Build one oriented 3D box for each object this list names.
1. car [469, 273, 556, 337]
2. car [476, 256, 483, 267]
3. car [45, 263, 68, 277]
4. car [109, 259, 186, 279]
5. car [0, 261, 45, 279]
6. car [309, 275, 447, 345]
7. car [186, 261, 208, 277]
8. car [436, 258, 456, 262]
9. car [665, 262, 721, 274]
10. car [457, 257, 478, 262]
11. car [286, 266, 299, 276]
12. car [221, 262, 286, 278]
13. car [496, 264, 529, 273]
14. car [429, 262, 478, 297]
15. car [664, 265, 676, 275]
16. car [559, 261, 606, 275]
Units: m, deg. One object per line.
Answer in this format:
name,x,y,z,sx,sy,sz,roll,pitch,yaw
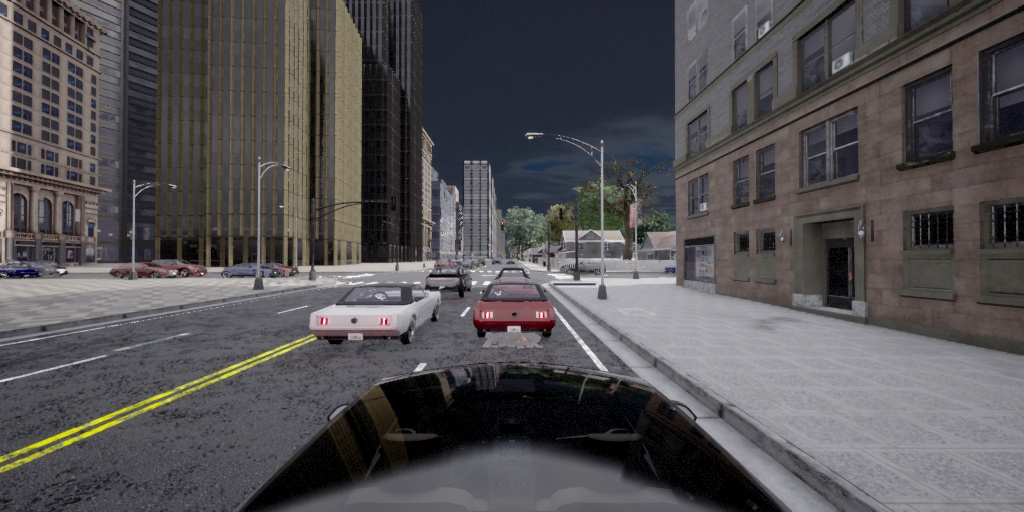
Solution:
car,0.052,1.350,10.224,1.895,1.301,4.718,0,0,0
car,-6.777,1.258,64.627,1.837,1.490,4.892,0,0,0
car,-43.691,1.229,32.606,4.902,1.511,2.128,0,-1,-6
car,-31.215,1.233,30.490,4.674,1.442,1.812,0,-1,-4
car,-42.433,1.305,29.482,4.718,1.301,1.895,0,-1,-6
car,-3.181,1.352,9.502,1.895,1.301,4.718,0,0,0
car,-31.515,1.092,33.724,4.553,1.767,2.097,0,-1,-5
car,-10.018,1.105,52.660,2.097,1.767,4.553,0,0,0
car,20.734,1.353,41.257,5.357,1.411,2.033,0,-1,0
car,-6.770,1.257,54.488,1.837,1.490,4.892,0,0,0
car,-22.831,1.304,34.265,4.181,1.385,1.994,0,-1,-3
car,-22.543,1.271,31.024,4.181,1.385,1.994,0,-1,-3
car,0.038,1.316,18.981,1.994,1.385,4.181,0,0,0
car,-3.209,1.243,18.756,2.128,1.511,4.902,0,0,0
car,18.729,1.250,38.013,5.008,1.535,1.882,0,-1,0
car,7.437,1.261,37.874,4.902,1.511,2.128,0,-1,-2
